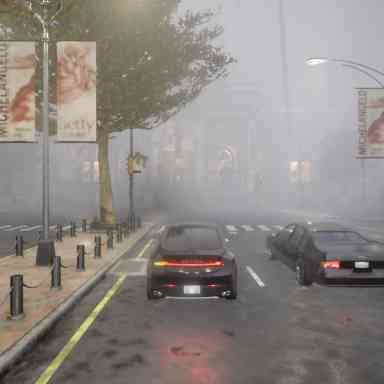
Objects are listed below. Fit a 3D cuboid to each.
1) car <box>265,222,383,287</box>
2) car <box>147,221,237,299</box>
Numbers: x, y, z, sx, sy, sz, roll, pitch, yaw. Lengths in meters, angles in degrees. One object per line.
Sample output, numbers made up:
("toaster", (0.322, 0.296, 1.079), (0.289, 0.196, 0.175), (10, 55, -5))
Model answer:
("car", (3.494, 1.547, 9.362), (2.033, 1.411, 5.357), (0, 0, 0))
("car", (-0.004, 1.505, 8.397), (1.837, 1.490, 4.892), (0, 0, 0))
